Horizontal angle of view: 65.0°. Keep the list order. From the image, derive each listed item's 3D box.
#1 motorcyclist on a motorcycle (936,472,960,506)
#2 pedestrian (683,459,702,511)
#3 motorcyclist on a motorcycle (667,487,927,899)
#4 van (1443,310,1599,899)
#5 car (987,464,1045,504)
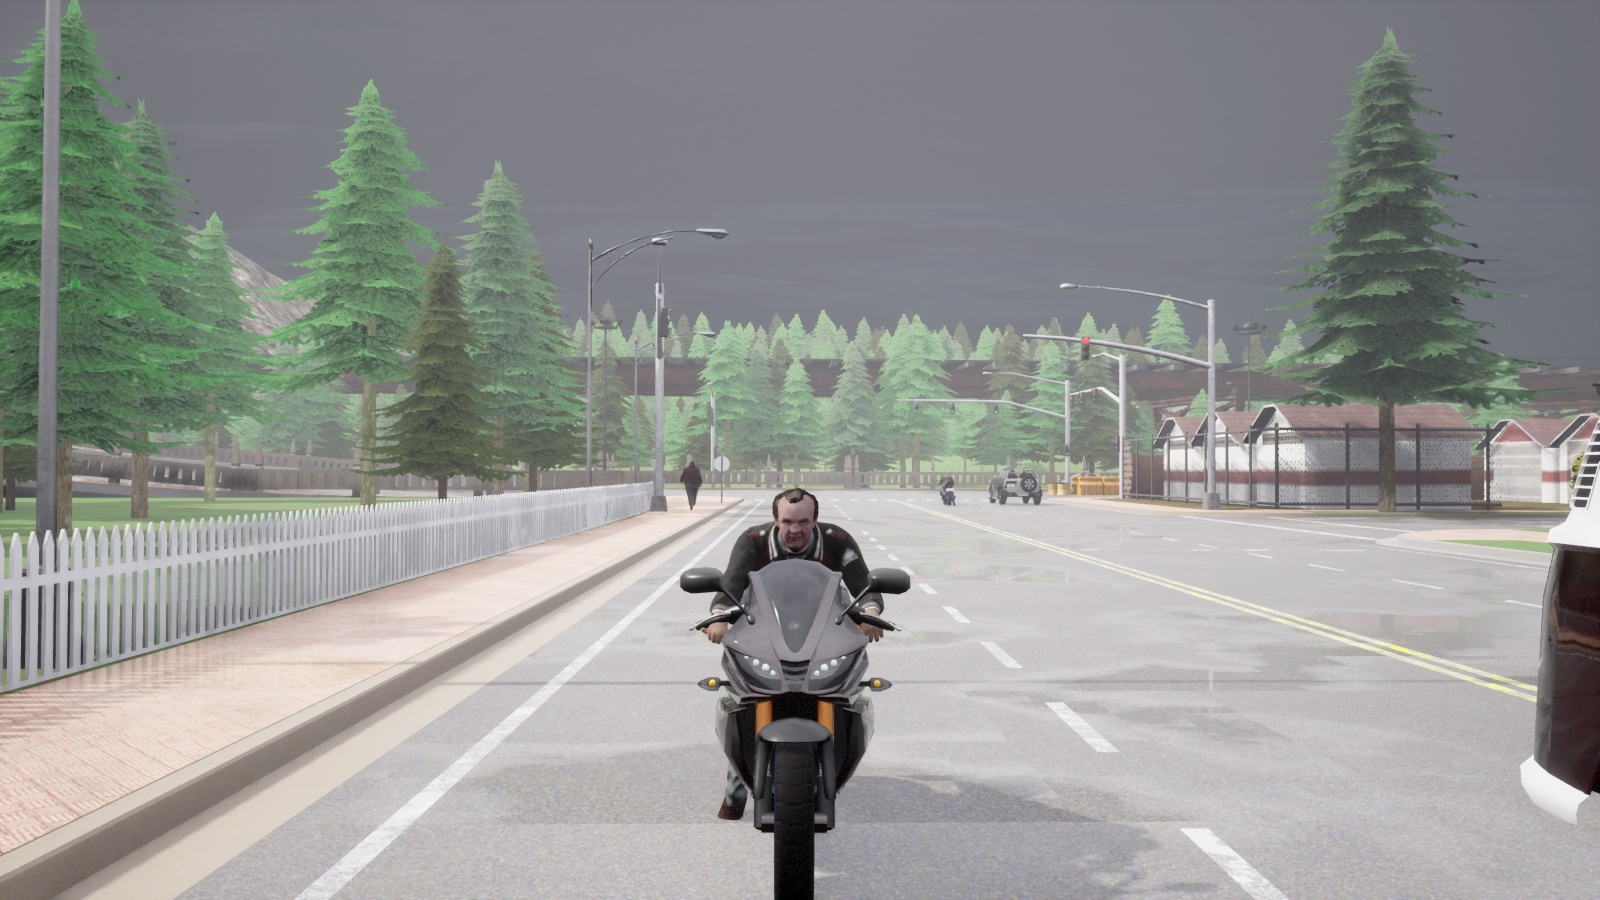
[{"bbox_3d":[6.856,1.800,58.352,0.866,1.530,2.191,0,-1,0],"label":"motorcyclist on a motorcycle"},{"bbox_3d":[-3.872,1.246,45.232,0.634,1.844,0.899,0,-1,-6],"label":"pedestrian"},{"bbox_3d":[-0.013,0.939,5.313,0.866,1.530,2.191,0,-1,0],"label":"motorcyclist on a motorcycle"},{"bbox_3d":[3.490,0.566,2.510,2.069,2.038,4.480,0,-1,0],"label":"van"},{"bbox_3d":[10.351,1.604,60.516,1.932,1.855,4.605,0,-1,0],"label":"car"}]
